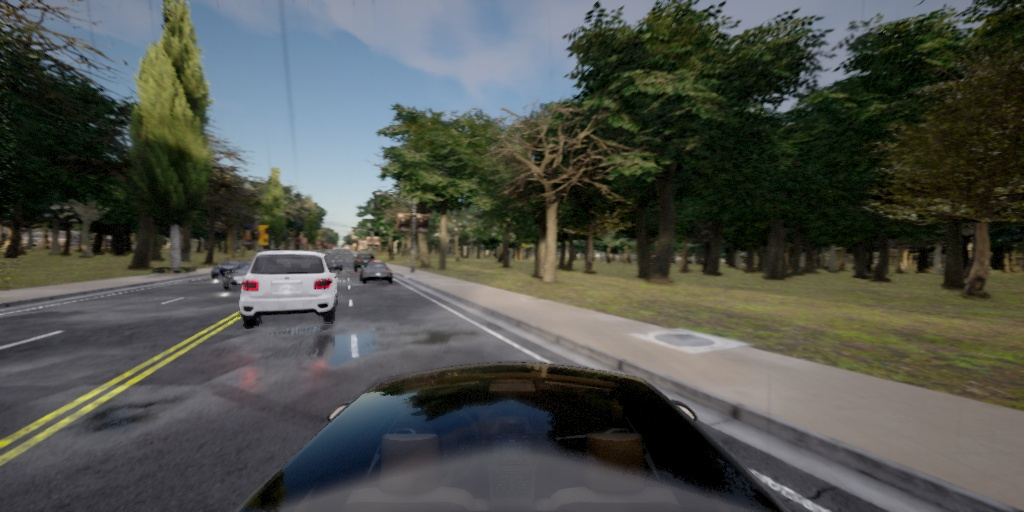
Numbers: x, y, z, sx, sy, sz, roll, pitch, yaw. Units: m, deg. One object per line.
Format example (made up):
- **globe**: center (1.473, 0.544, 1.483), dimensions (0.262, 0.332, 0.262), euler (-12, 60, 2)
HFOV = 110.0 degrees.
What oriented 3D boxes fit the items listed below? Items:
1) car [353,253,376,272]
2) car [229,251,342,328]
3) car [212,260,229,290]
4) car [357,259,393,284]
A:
- **car**: center (-16.528, 0.686, 40.286), dimensions (2.150, 2.045, 5.566), euler (1, 0, -24)
- **car**: center (-6.699, 0.866, 11.313), dimensions (2.150, 2.045, 5.566), euler (1, 0, -25)
- **car**: center (-14.633, 1.020, 20.269), dimensions (2.128, 1.511, 4.902), euler (1, 0, -25)
- **car**: center (-9.623, 1.141, 25.371), dimensions (1.994, 1.385, 4.181), euler (1, 0, -25)
